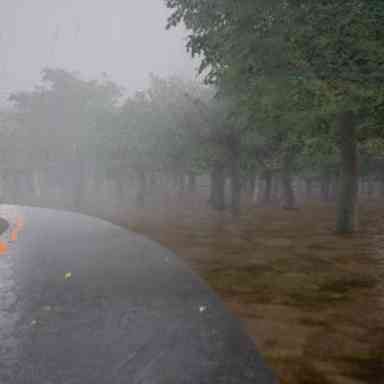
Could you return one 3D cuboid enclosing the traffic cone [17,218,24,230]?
[{"bbox_3d":[-11.564,2.253,22.427,0.340,0.580,0.340,-2,0,-24],"label":"traffic cone"}]

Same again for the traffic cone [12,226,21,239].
[{"bbox_3d":[-9.519,2.226,17.863,0.340,0.580,0.340,-2,0,-24],"label":"traffic cone"}]

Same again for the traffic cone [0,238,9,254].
[{"bbox_3d":[-7.581,2.159,13.405,0.340,0.580,0.340,-1,0,-21],"label":"traffic cone"}]

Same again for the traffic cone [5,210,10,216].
[{"bbox_3d":[-19.105,2.156,34.396,0.340,0.580,0.340,-3,3,-41],"label":"traffic cone"}]

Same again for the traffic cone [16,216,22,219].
[{"bbox_3d":[-13.678,2.251,26.684,0.340,0.580,0.340,-2,1,-29],"label":"traffic cone"}]

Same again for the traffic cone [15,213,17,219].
[{"bbox_3d":[-16.196,2.218,30.679,0.340,0.580,0.340,-2,2,-35],"label":"traffic cone"}]
